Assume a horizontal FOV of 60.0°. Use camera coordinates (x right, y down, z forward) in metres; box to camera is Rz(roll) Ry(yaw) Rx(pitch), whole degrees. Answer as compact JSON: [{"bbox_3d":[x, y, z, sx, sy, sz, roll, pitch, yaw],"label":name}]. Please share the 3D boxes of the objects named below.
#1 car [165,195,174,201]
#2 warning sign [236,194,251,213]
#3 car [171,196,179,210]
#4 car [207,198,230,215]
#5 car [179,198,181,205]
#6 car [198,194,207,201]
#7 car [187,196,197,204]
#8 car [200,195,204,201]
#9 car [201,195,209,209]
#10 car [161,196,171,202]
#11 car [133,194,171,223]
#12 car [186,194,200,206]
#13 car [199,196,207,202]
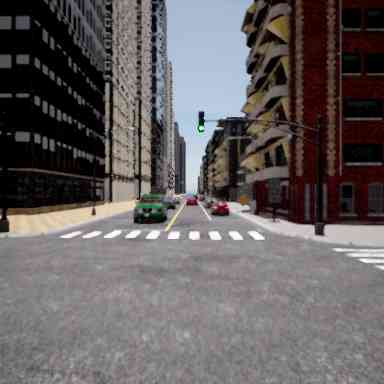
[{"bbox_3d":[-5.709,1.538,85.296,1.887,1.381,4.507,0,0,0],"label":"car"},{"bbox_3d":[5.058,1.103,32.956,1.300,1.860,1.060,0,0,0],"label":"warning sign"},{"bbox_3d":[-3.091,1.550,43.106,1.994,1.385,4.181,0,0,0],"label":"car"},{"bbox_3d":[2.734,1.569,32.840,1.802,1.307,4.206,0,0,0],"label":"car"},{"bbox_3d":[-3.014,1.518,59.607,2.128,1.511,4.902,0,0,0],"label":"car"},{"bbox_3d":[2.671,1.434,85.298,1.967,1.590,4.097,0,0,0],"label":"car"},{"bbox_3d":[-0.014,1.554,65.440,1.994,1.385,4.181,0,0,0],"label":"car"},{"bbox_3d":[2.680,1.537,51.406,2.008,1.369,4.403,0,0,0],"label":"car"},{"bbox_3d":[2.681,1.537,45.758,2.008,1.369,4.403,0,0,0],"label":"car"},{"bbox_3d":[-5.706,1.540,73.998,2.008,1.369,4.403,0,0,0],"label":"car"},{"bbox_3d":[-3.106,1.202,25.781,2.150,2.045,5.566,0,1,0],"label":"car"},{"bbox_3d":[-0.011,1.550,55.405,1.994,1.385,4.181,0,0,0],"label":"car"},{"bbox_3d":[2.673,1.574,79.649,1.802,1.307,4.206,0,0,0],"label":"car"}]
